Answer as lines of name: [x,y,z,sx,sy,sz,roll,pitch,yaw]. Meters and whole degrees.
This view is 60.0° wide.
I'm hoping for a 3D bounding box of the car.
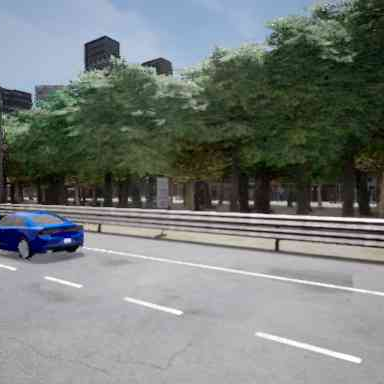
car: [-6.188,1.496,12.579,5.008,1.535,1.882,0,0,35]
